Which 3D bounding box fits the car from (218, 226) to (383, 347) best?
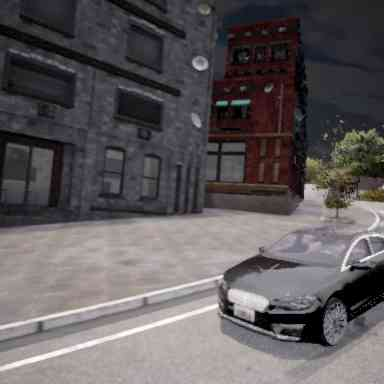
[{"bbox_3d":[2.586,1.481,6.453,4.902,1.511,2.128,0,1,-42],"label":"car"}]
